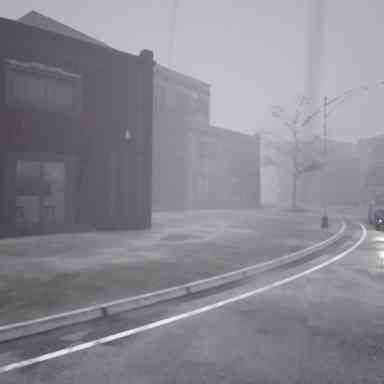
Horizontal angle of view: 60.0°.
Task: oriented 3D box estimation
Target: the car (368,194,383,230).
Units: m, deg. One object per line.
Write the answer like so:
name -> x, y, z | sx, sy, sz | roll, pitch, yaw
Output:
car -> 12.018, 1.134, 19.992 | 2.150, 2.045, 5.566 | 1, 1, 23
